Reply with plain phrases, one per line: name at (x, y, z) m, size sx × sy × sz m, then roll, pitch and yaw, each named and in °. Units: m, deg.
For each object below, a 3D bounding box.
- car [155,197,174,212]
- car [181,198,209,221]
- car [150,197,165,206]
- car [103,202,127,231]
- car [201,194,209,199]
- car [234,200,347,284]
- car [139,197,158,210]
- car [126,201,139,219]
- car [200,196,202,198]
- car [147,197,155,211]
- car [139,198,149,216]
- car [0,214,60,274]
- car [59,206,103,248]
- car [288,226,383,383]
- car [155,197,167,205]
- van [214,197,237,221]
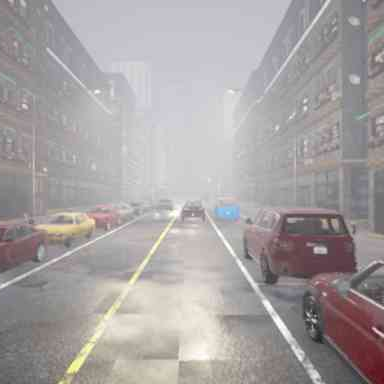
car at (-3.098, 1.470, 38.705) m, size 1.882 × 1.535 × 5.008 m, roll 0°, pitch 0°, yaw 0°
car at (0.093, 1.485, 27.270) m, size 2.128 × 1.511 × 4.902 m, roll 0°, pitch 0°, yaw 0°
car at (-5.657, 1.544, 54.819) m, size 2.008 × 1.369 × 4.403 m, roll 1°, pitch 0°, yaw 0°
car at (-5.648, 1.539, 20.711) m, size 1.887 × 1.381 × 4.507 m, roll 1°, pitch 0°, yaw 0°
car at (2.689, 1.311, 71.936) m, size 2.192 × 1.841 × 5.009 m, roll 1°, pitch 0°, yaw 0°
car at (2.705, 1.312, 9.403) m, size 2.192 × 1.841 × 5.009 m, roll 1°, pitch 0°, yaw 0°
car at (-5.653, 1.433, 43.451) m, size 1.967 × 1.590 × 4.097 m, roll 1°, pitch 0°, yaw 0°
car at (-5.650, 1.519, 26.226) m, size 1.752 × 1.417 × 4.829 m, roll 1°, pitch 0°, yaw 0°
car at (0.088, 1.593, 46.460) m, size 1.895 × 1.301 × 4.718 m, roll 0°, pitch 0°, yaw 0°
car at (-5.653, 1.518, 37.595) m, size 1.752 × 1.417 × 4.829 m, roll 1°, pitch 0°, yaw 0°
car at (-5.652, 1.559, 32.080) m, size 1.947 × 1.339 × 4.313 m, roll 1°, pitch 0°, yaw 0°
car at (-5.646, 1.542, 9.341) m, size 1.887 × 1.381 × 4.507 m, roll 1°, pitch 0°, yaw 0°
car at (-5.647, 1.521, 14.856) m, size 1.752 × 1.417 × 4.829 m, roll 1°, pitch 0°, yaw 0°
car at (2.704, 1.439, 3.720) m, size 1.967 × 1.590 × 4.097 m, roll 1°, pitch 0°, yaw 0°
car at (-5.659, 1.576, 60.505) m, size 1.802 × 1.307 × 4.206 m, roll 1°, pitch 0°, yaw 0°
van at (2.700, 1.334, 26.458) m, size 1.690 × 1.788 × 3.998 m, roll 1°, pitch 0°, yaw 0°
